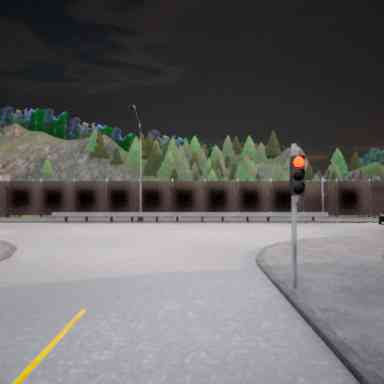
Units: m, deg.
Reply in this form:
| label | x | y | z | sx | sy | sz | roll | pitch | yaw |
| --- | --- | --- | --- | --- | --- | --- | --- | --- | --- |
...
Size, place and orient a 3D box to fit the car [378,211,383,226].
| label | x | y | z | sx | sy | sz | roll | pitch | yaw |
| --- | --- | --- | --- | --- | --- | --- | --- | --- | --- |
| car | 12.832 | 1.494 | 18.131 | 4.902 | 1.511 | 2.128 | 0 | 0 | 0 |
